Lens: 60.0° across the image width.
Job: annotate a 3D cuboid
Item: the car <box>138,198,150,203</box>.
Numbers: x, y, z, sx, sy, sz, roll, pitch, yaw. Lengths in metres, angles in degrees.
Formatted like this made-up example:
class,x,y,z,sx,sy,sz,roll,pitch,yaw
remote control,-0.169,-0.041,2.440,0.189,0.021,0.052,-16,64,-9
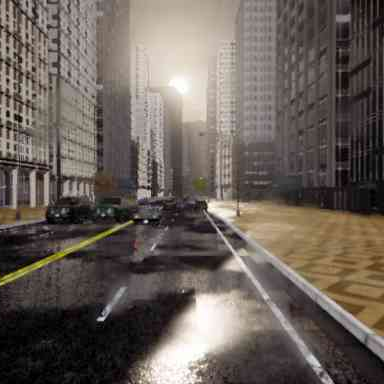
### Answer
class,x,y,z,sx,sy,sz,roll,pitch,yaw
car,-9.780,1.884,67.796,1.882,1.535,5.008,0,0,0

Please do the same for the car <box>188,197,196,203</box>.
class,x,y,z,sx,sy,sz,roll,pitch,yaw
car,-0.035,2.008,83.052,2.033,1.411,5.357,0,0,0

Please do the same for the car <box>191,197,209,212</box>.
class,x,y,z,sx,sy,sz,roll,pitch,yaw
car,1.119,1.752,43.038,1.837,1.490,4.892,0,0,0

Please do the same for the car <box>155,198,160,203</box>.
class,x,y,z,sx,sy,sz,roll,pitch,yaw
car,-6.528,1.978,68.129,1.895,1.301,4.718,0,0,0

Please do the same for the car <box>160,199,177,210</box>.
class,x,y,z,sx,sy,sz,roll,pitch,yaw
car,-3.171,1.783,48.524,1.837,1.490,4.892,0,0,0

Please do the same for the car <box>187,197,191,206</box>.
class,x,y,z,sx,sy,sz,roll,pitch,yaw
car,-0.026,1.907,62.264,2.033,1.411,5.357,0,0,0

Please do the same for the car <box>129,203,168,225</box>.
class,x,y,z,sx,sy,sz,roll,pitch,yaw
car,-3.161,1.744,25.074,1.895,1.301,4.718,0,0,0

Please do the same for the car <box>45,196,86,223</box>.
class,x,y,z,sx,sy,sz,roll,pitch,yaw
car,-9.857,1.378,27.067,2.150,2.045,5.566,0,-1,0

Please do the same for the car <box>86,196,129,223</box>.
class,x,y,z,sx,sy,sz,roll,pitch,yaw
car,-6.607,1.381,27.532,2.150,2.045,5.566,0,-1,0
